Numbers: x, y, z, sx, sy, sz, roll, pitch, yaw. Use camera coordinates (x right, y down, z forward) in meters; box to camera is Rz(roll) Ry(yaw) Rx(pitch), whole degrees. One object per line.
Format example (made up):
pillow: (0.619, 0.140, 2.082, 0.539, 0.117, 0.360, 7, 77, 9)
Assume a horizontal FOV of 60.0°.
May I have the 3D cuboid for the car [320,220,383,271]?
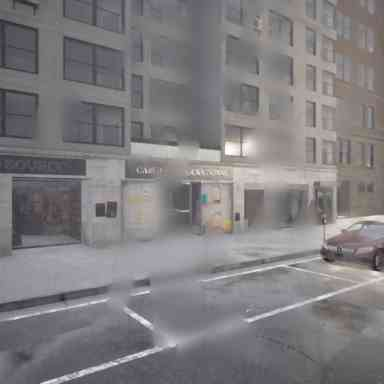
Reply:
car: (5.935, 1.582, 10.804, 4.206, 1.307, 1.802, 0, 0, -36)
